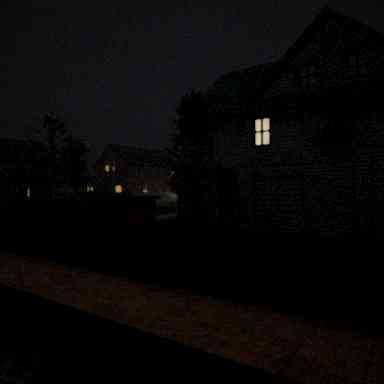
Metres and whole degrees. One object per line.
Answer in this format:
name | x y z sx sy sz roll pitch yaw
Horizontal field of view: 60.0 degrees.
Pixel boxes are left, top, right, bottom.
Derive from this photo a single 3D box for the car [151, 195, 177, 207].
car | -3.646 0.961 33.067 1.895 1.301 4.718 -1 1 36
